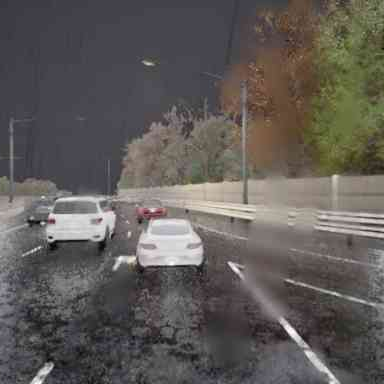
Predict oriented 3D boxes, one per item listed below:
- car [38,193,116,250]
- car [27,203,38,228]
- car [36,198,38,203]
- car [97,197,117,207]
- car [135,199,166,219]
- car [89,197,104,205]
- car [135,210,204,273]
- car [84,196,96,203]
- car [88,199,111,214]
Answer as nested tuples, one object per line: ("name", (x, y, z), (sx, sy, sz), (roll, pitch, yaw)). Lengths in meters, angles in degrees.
("car", (-4.631, 1.237, 14.615), (2.150, 2.045, 5.566), (0, 0, -8))
("car", (-9.716, 1.632, 22.764), (1.895, 1.301, 4.718), (0, 0, -13))
("car", (-27.918, 1.536, 62.467), (2.128, 1.511, 4.902), (0, 0, -39))
("car", (-13.376, 1.534, 52.151), (2.128, 1.511, 4.902), (0, 0, -27))
("car", (-3.271, 1.362, 25.705), (2.097, 1.767, 4.553), (0, 0, -13))
("car", (-17.218, 1.581, 59.650), (1.812, 1.442, 4.674), (0, 0, -27))
("car", (-0.741, 1.528, 10.616), (1.812, 1.442, 4.674), (0, 0, -6))
("car", (-20.238, 1.458, 65.759), (1.812, 1.442, 4.674), (0, 0, -23))
("car", (-10.216, 1.524, 36.588), (2.128, 1.511, 4.902), (0, 0, -19))
